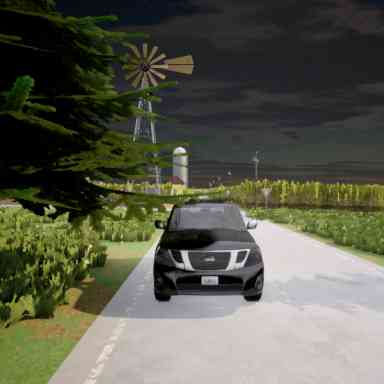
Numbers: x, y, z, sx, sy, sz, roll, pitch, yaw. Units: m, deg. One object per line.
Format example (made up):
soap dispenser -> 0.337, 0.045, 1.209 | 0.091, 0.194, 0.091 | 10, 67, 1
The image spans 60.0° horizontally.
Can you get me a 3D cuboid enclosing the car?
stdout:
car -> 0.333, 1.221, 8.675 | 2.150, 2.045, 5.566 | 0, 0, 0
